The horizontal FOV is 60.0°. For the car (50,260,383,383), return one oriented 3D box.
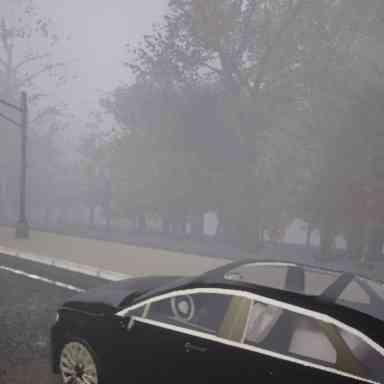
[{"bbox_3d":[0.562,1.471,3.285,4.902,1.511,2.128,1,0,35],"label":"car"}]
